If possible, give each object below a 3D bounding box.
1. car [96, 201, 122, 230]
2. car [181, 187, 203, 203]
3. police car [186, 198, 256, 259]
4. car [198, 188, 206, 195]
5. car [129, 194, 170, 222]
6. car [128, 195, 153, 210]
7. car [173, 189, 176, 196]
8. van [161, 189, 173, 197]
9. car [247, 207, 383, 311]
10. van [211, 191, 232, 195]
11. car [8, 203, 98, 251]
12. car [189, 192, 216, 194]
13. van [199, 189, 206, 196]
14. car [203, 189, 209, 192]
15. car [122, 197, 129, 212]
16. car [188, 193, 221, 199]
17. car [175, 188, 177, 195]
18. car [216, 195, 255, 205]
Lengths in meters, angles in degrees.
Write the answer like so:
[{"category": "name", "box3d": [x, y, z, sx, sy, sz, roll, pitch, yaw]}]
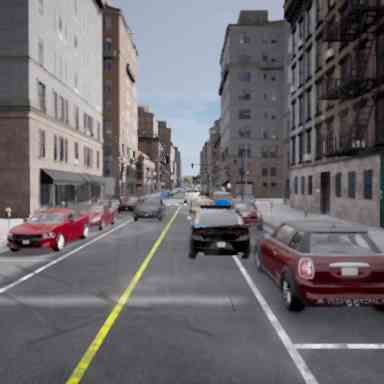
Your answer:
[{"category": "car", "box3d": [-5.378, 1.304, 18.534, 1.802, 1.307, 4.206, 0, 1, 0]}, {"category": "car", "box3d": [0.025, 0.514, 46.814, 2.150, 2.045, 5.566, 0, 1, 0]}, {"category": "police car", "box3d": [0.831, 1.245, 11.987, 1.930, 1.638, 5.238, 0, 1, 0]}, {"category": "car", "box3d": [2.734, -0.109, 94.047, 2.192, 1.841, 5.009, 0, 1, 0]}, {"category": "car", "box3d": [-2.831, 1.159, 23.066, 1.837, 1.490, 4.892, 0, 1, 0]}, {"category": "car", "box3d": [-5.370, 1.039, 35.065, 1.947, 1.339, 4.313, 0, 1, 0]}, {"category": "car", "box3d": [-5.364, 0.389, 77.837, 1.947, 1.339, 4.313, 0, 1, 0]}, {"category": "van", "box3d": [-5.373, 0.329, 67.022, 1.690, 1.788, 3.998, 0, 1, 0]}, {"category": "car", "box3d": [2.641, 1.326, 7.507, 1.967, 1.590, 4.097, 0, 1, 0]}, {"category": "van", "box3d": [2.653, 0.898, 29.547, 1.690, 1.788, 3.998, 0, 1, 0]}, {"category": "car", "box3d": [-5.381, 1.349, 13.023, 1.887, 1.381, 4.507, 0, 1, 0]}, {"category": "car", "box3d": [0.840, 1.034, 28.066, 1.801, 1.575, 5.366, 0, 1, 0]}, {"category": "van", "box3d": [2.736, -0.001, 88.641, 1.690, 1.788, 3.998, 0, 1, 0]}, {"category": "car", "box3d": [2.655, 0.788, 35.058, 2.192, 1.841, 5.009, 0, 1, 0]}, {"category": "car", "box3d": [-5.373, 1.101, 29.555, 1.887, 1.381, 4.507, 0, 1, 0]}, {"category": "car", "box3d": [0.837, 1.125, 22.067, 1.801, 1.575, 5.366, 0, 1, 0]}, {"category": "car", "box3d": [-5.360, 0.286, 83.242, 1.887, 1.381, 4.507, 0, 1, 0]}, {"category": "car", "box3d": [2.647, 1.162, 18.528, 1.967, 1.590, 4.097, 0, 1, 0]}]
